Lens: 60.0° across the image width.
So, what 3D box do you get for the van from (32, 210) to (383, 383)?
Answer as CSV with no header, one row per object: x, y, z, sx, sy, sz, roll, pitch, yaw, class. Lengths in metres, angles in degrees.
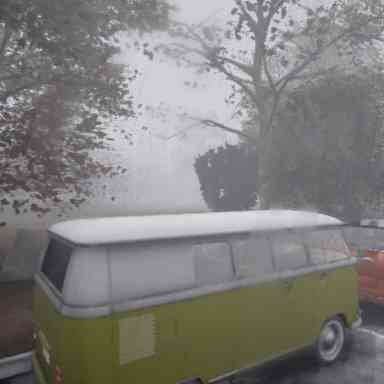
0.431,1.264,4.360,4.442,1.987,1.878,0,0,-33,van
